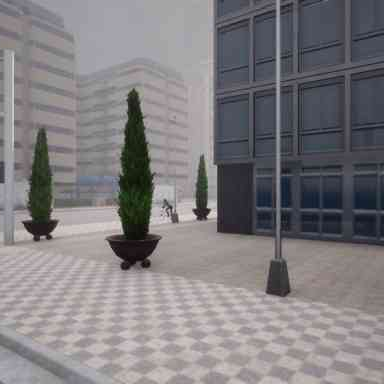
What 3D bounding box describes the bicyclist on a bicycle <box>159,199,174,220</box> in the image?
[{"bbox_3d":[-1.975,1.356,25.864,1.656,1.620,0.582,0,0,35],"label":"bicyclist on a bicycle"}]
